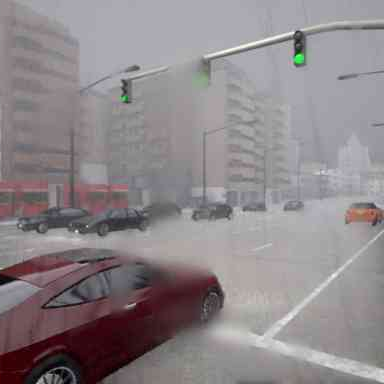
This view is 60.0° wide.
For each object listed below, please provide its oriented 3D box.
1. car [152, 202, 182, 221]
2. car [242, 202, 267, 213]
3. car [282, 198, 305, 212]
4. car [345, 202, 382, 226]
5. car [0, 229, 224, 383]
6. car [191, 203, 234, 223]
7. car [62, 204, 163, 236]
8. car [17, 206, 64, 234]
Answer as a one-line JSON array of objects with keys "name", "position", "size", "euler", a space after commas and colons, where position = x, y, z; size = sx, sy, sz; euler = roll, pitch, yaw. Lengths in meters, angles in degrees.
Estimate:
[{"name": "car", "position": [-2.717, 1.640, 27.361], "size": [1.837, 1.490, 4.892], "euler": [0, 0, 35]}, {"name": "car", "position": [8.059, 1.930, 42.844], "size": [1.994, 1.385, 4.181], "euler": [0, -1, 35]}, {"name": "car", "position": [13.891, 1.934, 45.039], "size": [1.837, 1.490, 4.892], "euler": [0, -1, 35]}, {"name": "car", "position": [13.445, 1.577, 25.925], "size": [2.097, 1.767, 4.553], "euler": [0, -1, 35]}, {"name": "car", "position": [-1.301, 1.533, 4.660], "size": [1.812, 1.442, 4.674], "euler": [0, 0, 35]}, {"name": "car", "position": [1.802, 1.672, 27.745], "size": [1.837, 1.490, 4.892], "euler": [0, 0, 35]}, {"name": "car", "position": [-4.292, 1.614, 18.948], "size": [2.033, 1.411, 5.357], "euler": [0, 0, 35]}, {"name": "car", "position": [-7.926, 1.582, 19.870], "size": [1.812, 1.442, 4.674], "euler": [0, 0, 35]}]
